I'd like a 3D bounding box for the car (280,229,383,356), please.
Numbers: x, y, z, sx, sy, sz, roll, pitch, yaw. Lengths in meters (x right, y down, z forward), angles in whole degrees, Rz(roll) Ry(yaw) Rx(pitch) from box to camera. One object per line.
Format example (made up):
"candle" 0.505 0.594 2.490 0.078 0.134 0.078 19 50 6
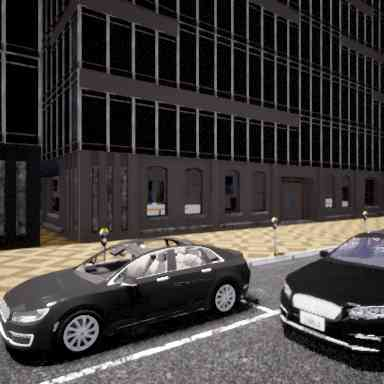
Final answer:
"car" 3.634 1.490 5.955 4.902 1.511 2.128 0 0 -35

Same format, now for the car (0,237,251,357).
"car" -0.879 1.550 5.926 4.403 1.369 2.008 0 0 -35
